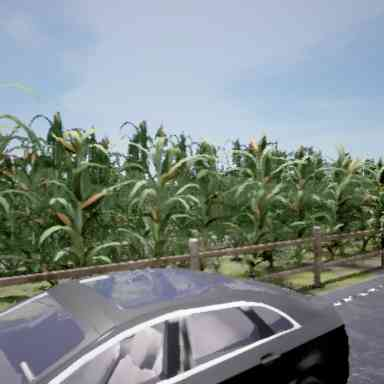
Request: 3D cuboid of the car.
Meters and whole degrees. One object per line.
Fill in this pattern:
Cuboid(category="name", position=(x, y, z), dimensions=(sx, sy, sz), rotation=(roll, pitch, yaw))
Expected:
Cuboid(category="car", position=(-0.683, 1.504, 2.634), dimensions=(4.902, 1.511, 2.128), rotation=(0, 0, -36))
